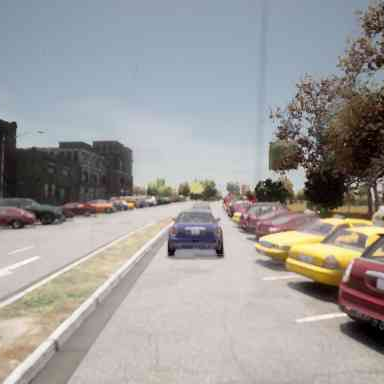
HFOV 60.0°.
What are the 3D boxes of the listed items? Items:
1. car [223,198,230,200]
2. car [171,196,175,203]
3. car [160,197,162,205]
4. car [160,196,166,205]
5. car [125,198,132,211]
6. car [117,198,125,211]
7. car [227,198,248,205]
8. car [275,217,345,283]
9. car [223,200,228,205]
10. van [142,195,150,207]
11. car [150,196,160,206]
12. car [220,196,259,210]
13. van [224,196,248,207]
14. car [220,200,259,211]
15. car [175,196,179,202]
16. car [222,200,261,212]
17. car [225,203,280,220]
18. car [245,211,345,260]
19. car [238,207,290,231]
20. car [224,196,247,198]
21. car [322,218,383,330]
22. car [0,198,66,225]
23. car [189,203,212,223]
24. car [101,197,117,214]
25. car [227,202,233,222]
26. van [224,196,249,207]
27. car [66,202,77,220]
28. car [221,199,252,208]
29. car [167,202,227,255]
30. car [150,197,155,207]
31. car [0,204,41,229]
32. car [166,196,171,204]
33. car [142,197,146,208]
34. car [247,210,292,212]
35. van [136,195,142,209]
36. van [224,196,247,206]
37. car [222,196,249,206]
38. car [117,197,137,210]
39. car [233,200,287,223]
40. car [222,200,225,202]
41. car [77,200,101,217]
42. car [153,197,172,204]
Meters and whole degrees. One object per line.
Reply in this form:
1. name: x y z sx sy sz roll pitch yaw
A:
1. car: 6.464 1.882 41.034 5.008 1.535 2.097 1 -1 -15
2. car: -7.836 2.061 82.318 5.566 2.045 2.435 -1 -1 -14
3. car: -9.341 2.165 67.348 5.008 1.535 2.097 -1 -1 -14
4. car: -9.072 1.943 70.327 5.566 2.045 2.435 -1 0 -14
5. car: -11.369 1.957 46.376 5.008 1.535 2.097 -1 -1 -15
6. car: -11.608 1.927 43.367 4.892 1.521 2.231 -1 0 -15
7. car: 5.524 1.615 26.261 4.553 1.767 2.185 1 0 -17
8. car: 5.069 1.569 8.559 5.366 1.575 1.946 1 -1 -19
9. car: 5.646 1.768 29.213 5.008 1.535 2.097 1 -1 -16
10. van: -10.115 1.849 58.409 4.442 1.987 1.878 -1 -1 -14
11. car: -9.662 1.885 64.348 5.566 2.045 2.435 -1 0 -14
12. car: 7.556 1.745 52.873 5.566 2.045 2.435 1 -1 -14
13. van: 8.862 1.912 67.641 4.442 1.987 1.878 1 0 -14
14. car: 7.069 1.962 49.851 5.366 1.575 1.946 1 0 -15
15. car: -6.948 2.401 91.287 5.008 1.535 2.097 -1 -1 -14
16. car: 6.971 1.940 46.946 4.892 1.521 2.231 1 -1 -15
17. car: 5.802 1.826 32.154 4.792 1.488 2.163 1 0 -16
18. car: 4.777 1.591 11.396 5.366 1.575 1.946 1 0 -18
19. car: 5.109 1.695 17.379 4.674 1.452 2.002 1 -1 -18
20. car: 6.690 1.784 43.983 4.553 1.767 2.185 1 -1 -15
21. car: 4.824 1.414 5.529 4.553 1.767 2.185 1 -1 -19
22. car: -12.829 1.489 25.300 5.566 2.045 2.435 -1 -1 -17
23. car: 0.843 1.772 29.580 1.882 1.535 5.008 0 0 4
24. car: -11.845 1.769 40.358 4.553 1.767 2.185 -1 0 -16
25. car: 5.524 1.711 23.355 5.366 1.575 1.946 1 -1 -17
26. van: 8.573 1.883 64.676 4.442 1.987 1.878 1 0 -14
27. car: -12.696 1.772 28.303 5.008 1.535 2.097 -1 -1 -17
28. car: 8.211 2.077 61.697 5.366 1.575 1.946 1 0 -14
29. car: 0.180 1.491 14.145 2.097 1.767 4.553 0 -1 2
30. car: -9.931 2.106 61.366 5.008 1.535 2.097 -1 -1 -14
31. car: -12.989 1.749 22.261 4.674 1.452 2.002 -1 0 -18
32. car: -8.430 2.002 76.334 5.566 2.045 2.435 -1 -1 -14
33. car: -10.543 2.077 55.364 4.792 1.488 2.163 -1 0 -15
34. car: 5.020 1.666 14.420 4.674 1.452 2.002 1 -1 -18
35. van: -10.695 1.790 52.412 4.442 1.987 1.878 -1 -1 -15
36. van: 9.150 1.941 70.604 4.442 1.987 1.878 1 0 -14
37. car: 9.581 1.946 73.607 5.566 2.045 2.435 1 -1 -14
38. car: -11.264 1.986 49.323 5.366 1.575 1.946 -1 0 -15
39. car: 5.193 1.557 20.333 4.553 1.767 2.185 1 -1 -17
40. car: 6.059 1.855 35.137 4.792 1.488 2.163 1 -1 -16
41. car: -12.309 1.833 34.328 5.008 1.535 2.097 -1 0 -16
42. car: -7.526 2.216 85.298 4.553 1.767 2.185 -1 0 -14
